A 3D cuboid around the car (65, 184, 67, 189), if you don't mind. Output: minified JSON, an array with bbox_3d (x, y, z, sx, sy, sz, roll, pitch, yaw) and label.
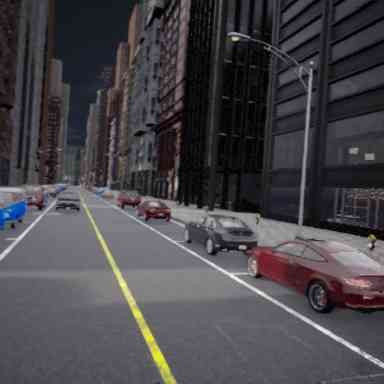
[{"bbox_3d":[-29.636,-0.668,74.091,1.947,1.339,4.313,4,0,-20],"label":"car"}]

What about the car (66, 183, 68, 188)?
[{"bbox_3d":[-33.388,-1.200,84.711,2.192,1.841,5.009,4,0,-20],"label":"car"}]

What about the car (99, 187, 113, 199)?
[{"bbox_3d":[-14.142,0.389,55.880,1.752,1.417,4.829,4,0,-20],"label":"car"}]

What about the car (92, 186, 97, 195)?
[{"bbox_3d":[-19.733,-0.115,71.650,1.967,1.590,4.097,4,0,-20],"label":"car"}]

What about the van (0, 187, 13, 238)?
[{"bbox_3d":[-7.008,0.824,10.366,1.690,1.788,3.998,4,0,-20],"label":"van"}]

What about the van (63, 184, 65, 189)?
[{"bbox_3d":[-27.736,-0.752,68.780,1.690,1.788,3.998,4,0,-20],"label":"van"}]

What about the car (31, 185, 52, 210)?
[{"bbox_3d":[-12.658,0.361,26.296,2.192,1.841,5.009,4,0,-20],"label":"car"}]

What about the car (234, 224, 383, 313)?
[{"bbox_3d":[2.869,1.749,7.930,1.802,1.307,4.206,4,0,-20],"label":"car"}]

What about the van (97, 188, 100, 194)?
[{"bbox_3d":[-15.958,0.068,61.029,1.690,1.788,3.998,4,0,-20],"label":"van"}]

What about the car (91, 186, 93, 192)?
[{"bbox_3d":[-21.680,-0.175,77.120,1.752,1.417,4.829,4,0,-20],"label":"car"}]

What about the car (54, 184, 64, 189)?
[{"bbox_3d":[-23.982,-0.245,58.160,1.947,1.339,4.313,4,0,-20],"label":"car"}]

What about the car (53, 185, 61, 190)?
[{"bbox_3d":[-20.211,0.016,47.539,1.887,1.381,4.507,4,0,-20],"label":"car"}]

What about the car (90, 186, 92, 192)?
[{"bbox_3d":[-23.509,-0.286,82.270,2.008,1.369,4.403,4,0,-20],"label":"car"}]

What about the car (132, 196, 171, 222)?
[{"bbox_3d":[-2.781,1.273,23.860,1.887,1.381,4.507,4,0,-20],"label":"car"}]

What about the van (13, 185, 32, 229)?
[{"bbox_3d":[-8.892,0.678,15.676,1.690,1.788,3.998,4,0,-20],"label":"van"}]

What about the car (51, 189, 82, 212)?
[{"bbox_3d":[-10.091,0.766,27.268,2.033,1.411,5.357,4,0,-20],"label":"car"}]

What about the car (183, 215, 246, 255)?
[{"bbox_3d":[0.987,1.571,13.240,2.008,1.369,4.403,4,0,-20],"label":"car"}]

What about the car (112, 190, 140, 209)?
[{"bbox_3d":[-6.534,0.754,34.478,2.192,1.841,5.009,4,0,-20],"label":"car"}]
